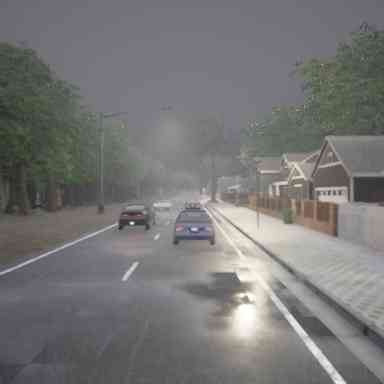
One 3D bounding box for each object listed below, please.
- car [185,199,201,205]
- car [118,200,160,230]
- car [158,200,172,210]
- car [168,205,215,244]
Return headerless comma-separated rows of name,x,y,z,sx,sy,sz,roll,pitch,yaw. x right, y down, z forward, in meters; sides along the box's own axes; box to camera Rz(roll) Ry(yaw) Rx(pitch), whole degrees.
car,0.099,1.526,38.299,2.033,1.411,5.357,0,0,0
car,-3.401,1.505,21.281,1.837,1.490,4.892,0,0,0
car,-3.399,1.577,39.329,1.895,1.301,4.718,0,0,0
car,0.099,1.548,15.851,2.033,1.411,5.357,0,0,0
